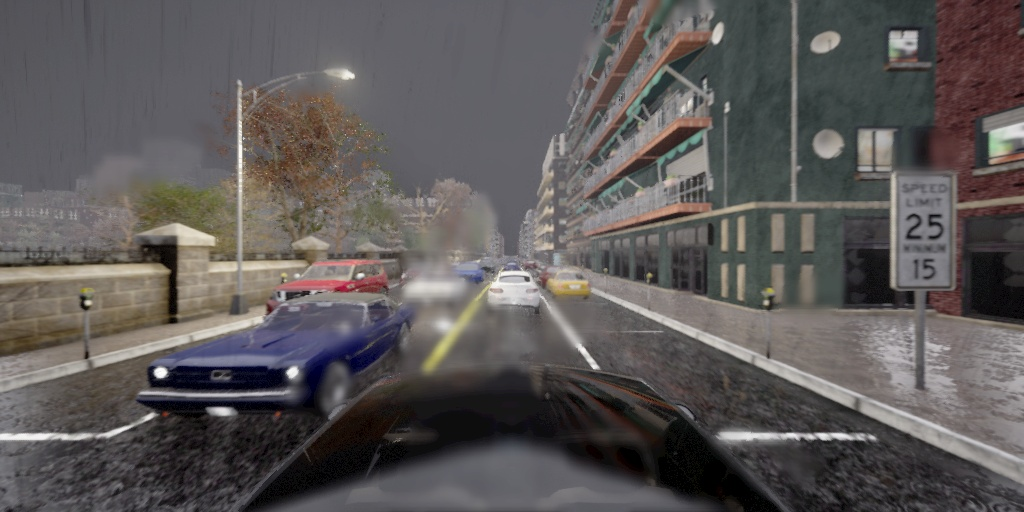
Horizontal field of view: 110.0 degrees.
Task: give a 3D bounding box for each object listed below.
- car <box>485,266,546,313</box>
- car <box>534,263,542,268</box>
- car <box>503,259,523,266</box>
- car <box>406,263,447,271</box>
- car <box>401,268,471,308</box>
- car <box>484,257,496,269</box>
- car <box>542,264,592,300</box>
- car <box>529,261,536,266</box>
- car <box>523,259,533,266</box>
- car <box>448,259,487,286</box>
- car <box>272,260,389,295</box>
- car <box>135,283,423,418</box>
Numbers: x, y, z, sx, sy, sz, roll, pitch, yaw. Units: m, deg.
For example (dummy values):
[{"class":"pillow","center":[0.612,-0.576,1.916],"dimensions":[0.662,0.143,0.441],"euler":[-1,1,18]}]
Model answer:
[{"class":"car","center":[0.097,1.277,13.861],"dimensions":[1.812,1.442,4.674],"euler":[0,0,0]},{"class":"car","center":[2.687,1.299,22.988],"dimensions":[1.888,1.381,4.507],"euler":[0,0,0]},{"class":"car","center":[0.021,1.287,39.606],"dimensions":[1.812,1.442,4.674],"euler":[0,0,0]},{"class":"car","center":[-5.693,1.194,22.987],"dimensions":[1.967,1.591,4.097],"euler":[0,0,0]},{"class":"car","center":[-3.091,1.353,15.406],"dimensions":[1.895,1.301,4.718],"euler":[0,0,0]},{"class":"car","center":[-3.005,1.127,41.857],"dimensions":[2.097,1.767,4.553],"euler":[0,0,0]},{"class":"car","center":[2.688,1.278,17.623],"dimensions":[1.751,1.417,4.829],"euler":[0,0,0]},{"class":"car","center":[2.687,1.307,28.524],"dimensions":[2.007,1.370,4.403],"euler":[0,0,0]},{"class":"car","center":[2.684,1.313,50.664],"dimensions":[1.888,1.381,4.507],"euler":[0,0,0]},{"class":"car","center":[-3.088,1.233,25.874],"dimensions":[1.882,1.535,5.008],"euler":[0,0,0]},{"class":"car","center":[-5.692,1.066,11.917],"dimensions":[2.192,1.841,5.009],"euler":[0,0,0]},{"class":"car","center":[-3.095,1.351,6.035],"dimensions":[1.895,1.301,4.718],"euler":[0,0,0]}]
